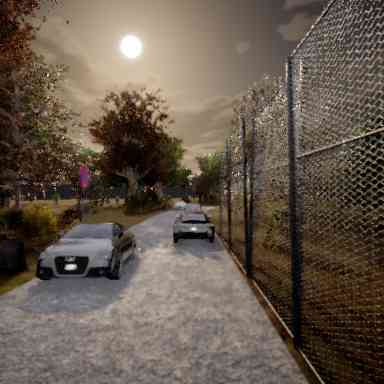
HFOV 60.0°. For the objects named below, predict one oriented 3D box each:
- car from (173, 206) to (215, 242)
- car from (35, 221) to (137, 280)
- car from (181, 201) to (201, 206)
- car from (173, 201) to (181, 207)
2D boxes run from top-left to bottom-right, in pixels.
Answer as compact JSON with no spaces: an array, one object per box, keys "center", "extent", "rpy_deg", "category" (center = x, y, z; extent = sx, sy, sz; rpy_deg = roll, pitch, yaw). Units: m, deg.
[{"center":[0.075,1.637,16.848],"extent":[1.994,1.385,4.181],"rpy_deg":[0,0,0],"category":"car"},{"center":[-2.858,1.590,9.863],"extent":[1.994,1.385,4.181],"rpy_deg":[0,0,0],"category":"car"},{"center":[0.247,1.858,35.288],"extent":[2.033,1.411,5.357],"rpy_deg":[0,-1,2],"category":"car"},{"center":[-1.738,2.135,51.397],"extent":[1.812,1.442,4.674],"rpy_deg":[0,-1,5],"category":"car"}]
